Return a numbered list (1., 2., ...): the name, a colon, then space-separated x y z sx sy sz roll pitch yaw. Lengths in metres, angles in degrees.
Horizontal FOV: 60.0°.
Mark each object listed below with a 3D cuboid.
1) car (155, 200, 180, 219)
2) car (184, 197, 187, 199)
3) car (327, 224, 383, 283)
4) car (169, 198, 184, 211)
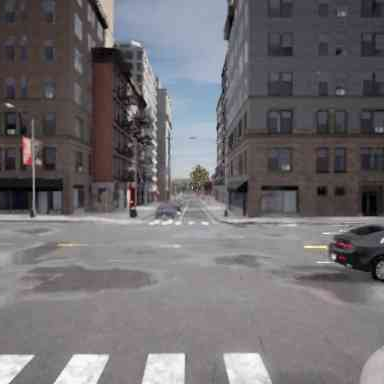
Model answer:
1. car: -2.563 1.851 33.420 2.033 1.411 5.357 0 0 1
2. car: -2.496 2.111 61.443 1.895 1.301 4.718 0 0 0
3. car: 6.644 1.750 9.939 4.892 1.490 1.837 2 1 0
4. car: -2.540 1.743 44.119 2.097 1.767 4.553 0 -1 0
